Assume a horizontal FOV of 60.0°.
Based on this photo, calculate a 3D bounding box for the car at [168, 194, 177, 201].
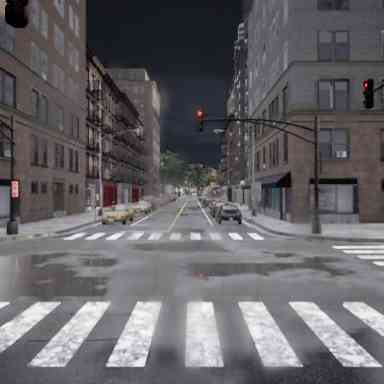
[{"bbox_3d":[-5.309,1.479,90.497,2.192,1.841,5.009,0,0,0],"label":"car"}]

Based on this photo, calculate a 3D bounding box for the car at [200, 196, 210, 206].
[{"bbox_3d":[2.685,1.643,52.114,2.008,1.369,4.403,0,0,0],"label":"car"}]

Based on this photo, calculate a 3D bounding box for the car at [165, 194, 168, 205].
[{"bbox_3d":[-5.359,1.532,52.122,1.967,1.590,4.097,0,0,0],"label":"car"}]

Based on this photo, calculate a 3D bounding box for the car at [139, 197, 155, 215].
[{"bbox_3d":[-5.380,1.587,35.505,1.752,1.417,4.829,0,0,0],"label":"car"}]

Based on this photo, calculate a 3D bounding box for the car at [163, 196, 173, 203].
[{"bbox_3d":[-5.331,1.657,73.880,1.752,1.417,4.829,0,0,0],"label":"car"}]

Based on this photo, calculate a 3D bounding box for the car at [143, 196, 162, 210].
[{"bbox_3d":[-5.372,1.387,41.158,2.192,1.841,5.009,0,0,0],"label":"car"}]

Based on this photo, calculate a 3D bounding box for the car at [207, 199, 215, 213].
[{"bbox_3d":[2.665,1.597,30.186,1.887,1.381,4.507,0,0,0],"label":"car"}]

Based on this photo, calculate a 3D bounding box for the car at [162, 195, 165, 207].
[{"bbox_3d":[-5.366,1.522,46.640,1.967,1.590,4.097,0,0,0],"label":"car"}]

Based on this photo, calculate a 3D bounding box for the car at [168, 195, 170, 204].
[{"bbox_3d":[-5.352,1.652,57.603,2.008,1.369,4.403,0,0,0],"label":"car"}]

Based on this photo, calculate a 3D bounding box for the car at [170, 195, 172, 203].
[{"bbox_3d":[-5.345,1.678,63.086,1.947,1.339,4.313,0,0,0],"label":"car"}]

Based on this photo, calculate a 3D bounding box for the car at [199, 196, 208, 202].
[{"bbox_3d":[2.710,1.688,79.524,1.887,1.381,4.507,0,0,0],"label":"car"}]

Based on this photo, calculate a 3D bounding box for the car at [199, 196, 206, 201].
[{"bbox_3d":[2.720,1.746,90.488,1.802,1.307,4.206,0,0,0],"label":"car"}]

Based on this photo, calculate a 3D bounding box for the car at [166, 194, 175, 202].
[{"bbox_3d":[-5.337,1.437,68.568,2.192,1.841,5.009,0,0,0],"label":"car"}]

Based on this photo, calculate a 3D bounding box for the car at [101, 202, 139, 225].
[{"bbox_3d":[-5.394,1.567,24.542,1.752,1.417,4.829,0,0,0],"label":"car"}]

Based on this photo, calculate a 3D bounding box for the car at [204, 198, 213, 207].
[{"bbox_3d":[2.670,1.613,35.668,2.008,1.369,4.403,0,0,0],"label":"car"}]

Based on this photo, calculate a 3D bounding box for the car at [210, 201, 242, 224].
[{"bbox_3d":[2.659,1.593,24.705,2.008,1.369,4.403,0,0,0],"label":"car"}]
